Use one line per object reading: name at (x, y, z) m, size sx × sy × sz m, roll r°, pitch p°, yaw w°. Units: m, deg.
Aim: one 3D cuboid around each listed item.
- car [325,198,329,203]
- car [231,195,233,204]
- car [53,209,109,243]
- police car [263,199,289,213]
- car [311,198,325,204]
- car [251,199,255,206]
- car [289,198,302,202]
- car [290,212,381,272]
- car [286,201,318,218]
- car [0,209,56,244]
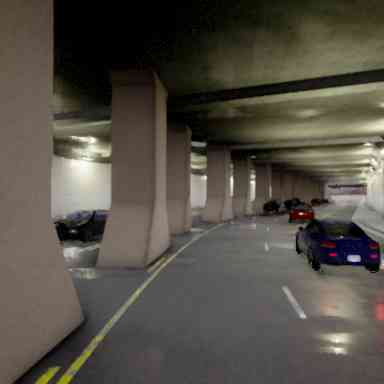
car at (34.091, 2.251, 85.490) m, size 1.895 × 1.301 × 4.718 m, roll 0°, pitch 0°, yaw 27°
car at (7.268, 1.552, 56.363) m, size 2.150 × 2.045 × 5.566 m, roll 0°, pitch 0°, yaw 28°
car at (-5.228, 1.588, 16.734) m, size 2.033 × 1.411 × 5.357 m, roll 0°, pitch 0°, yaw 11°
police car at (10.364, 1.710, 41.636) m, size 1.930 × 1.638 × 5.238 m, roll 0°, pitch 0°, yaw 27°
car at (27.229, 1.936, 72.659) m, size 1.994 × 1.385 × 4.181 m, roll 0°, pitch 0°, yaw 27°
car at (10.908, 1.849, 55.797) m, size 2.128 × 1.511 × 4.902 m, roll 0°, pitch 0°, yaw 28°
car at (14.892, 1.890, 50.427) m, size 1.812 × 1.442 × 4.674 m, roll 0°, pitch 0°, yaw 27°
car at (4.658, 1.617, 11.123) m, size 1.812 × 1.442 × 4.674 m, roll 0°, pitch 0°, yaw 9°
car at (9.688, 1.783, 29.105) m, size 1.994 × 1.385 × 4.181 m, roll 0°, pitch 0°, yaw 22°
car at (-8.867, 1.610, 16.174) m, size 1.895 × 1.301 × 4.718 m, roll 0°, pitch 0°, yaw 11°
